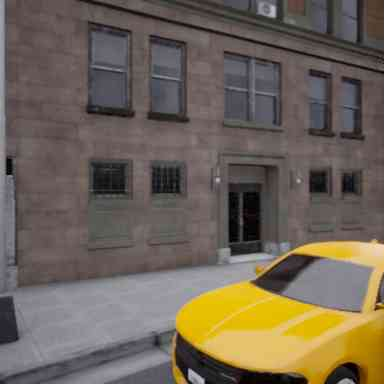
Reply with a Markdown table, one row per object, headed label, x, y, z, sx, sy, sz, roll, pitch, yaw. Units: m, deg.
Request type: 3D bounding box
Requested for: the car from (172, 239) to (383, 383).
| label | x | y | z | sx | sy | sz | roll | pitch | yaw |
| --- | --- | --- | --- | --- | --- | --- | --- | --- | --- |
| car | 2.080 | 1.479 | 4.549 | 5.008 | 1.535 | 1.882 | 0 | 0 | -35 |
